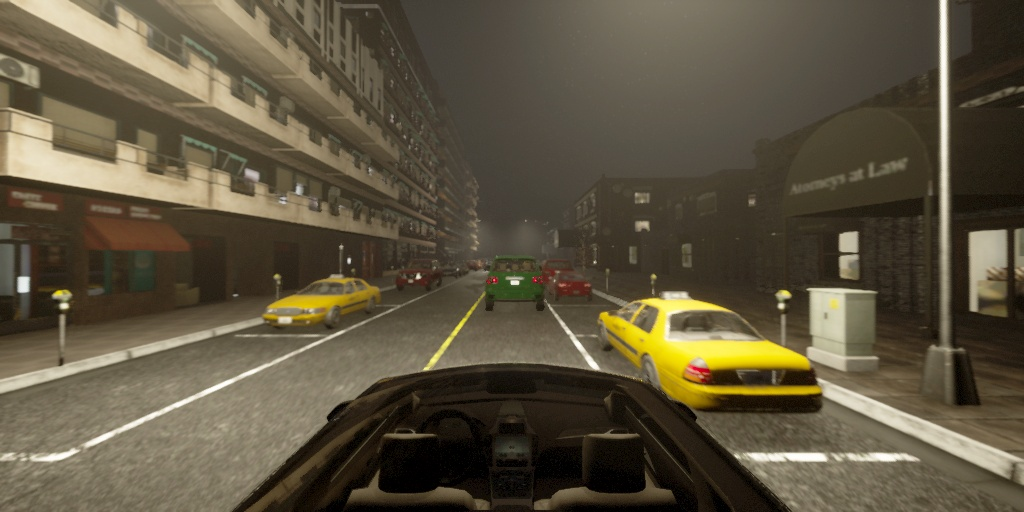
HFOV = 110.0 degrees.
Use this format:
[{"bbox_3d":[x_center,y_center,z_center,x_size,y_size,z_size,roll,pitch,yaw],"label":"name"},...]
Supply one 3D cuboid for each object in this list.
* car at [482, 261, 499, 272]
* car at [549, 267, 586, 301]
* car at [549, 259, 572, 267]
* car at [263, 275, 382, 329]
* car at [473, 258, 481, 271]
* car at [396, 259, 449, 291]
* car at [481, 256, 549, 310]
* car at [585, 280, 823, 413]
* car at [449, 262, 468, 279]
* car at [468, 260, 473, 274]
[{"bbox_3d":[-2.992,1.489,50.808,2.033,1.411,5.357,0,0,0],"label":"car"},{"bbox_3d":[2.693,1.365,17.106,1.802,1.307,4.207,0,0,0],"label":"car"},{"bbox_3d":[2.694,1.111,22.645,2.192,1.841,5.009,0,0,0],"label":"car"},{"bbox_3d":[-5.689,1.296,11.397,1.751,1.417,4.829,0,0,0],"label":"car"},{"bbox_3d":[-5.682,1.420,50.342,1.888,1.381,4.507,0,0,0],"label":"car"},{"bbox_3d":[-5.687,1.111,22.646,2.192,1.841,5.009,0,0,0],"label":"car"},{"bbox_3d":[0.102,1.001,14.921,2.150,2.045,5.566,0,0,0],"label":"car"},{"bbox_3d":[2.692,1.285,6.198,1.751,1.417,4.829,0,0,0],"label":"car"},{"bbox_3d":[-5.685,1.376,33.724,2.007,1.370,4.403,0,0,0],"label":"car"},{"bbox_3d":[-5.684,1.366,39.093,1.751,1.417,4.829,0,0,0],"label":"car"}]
